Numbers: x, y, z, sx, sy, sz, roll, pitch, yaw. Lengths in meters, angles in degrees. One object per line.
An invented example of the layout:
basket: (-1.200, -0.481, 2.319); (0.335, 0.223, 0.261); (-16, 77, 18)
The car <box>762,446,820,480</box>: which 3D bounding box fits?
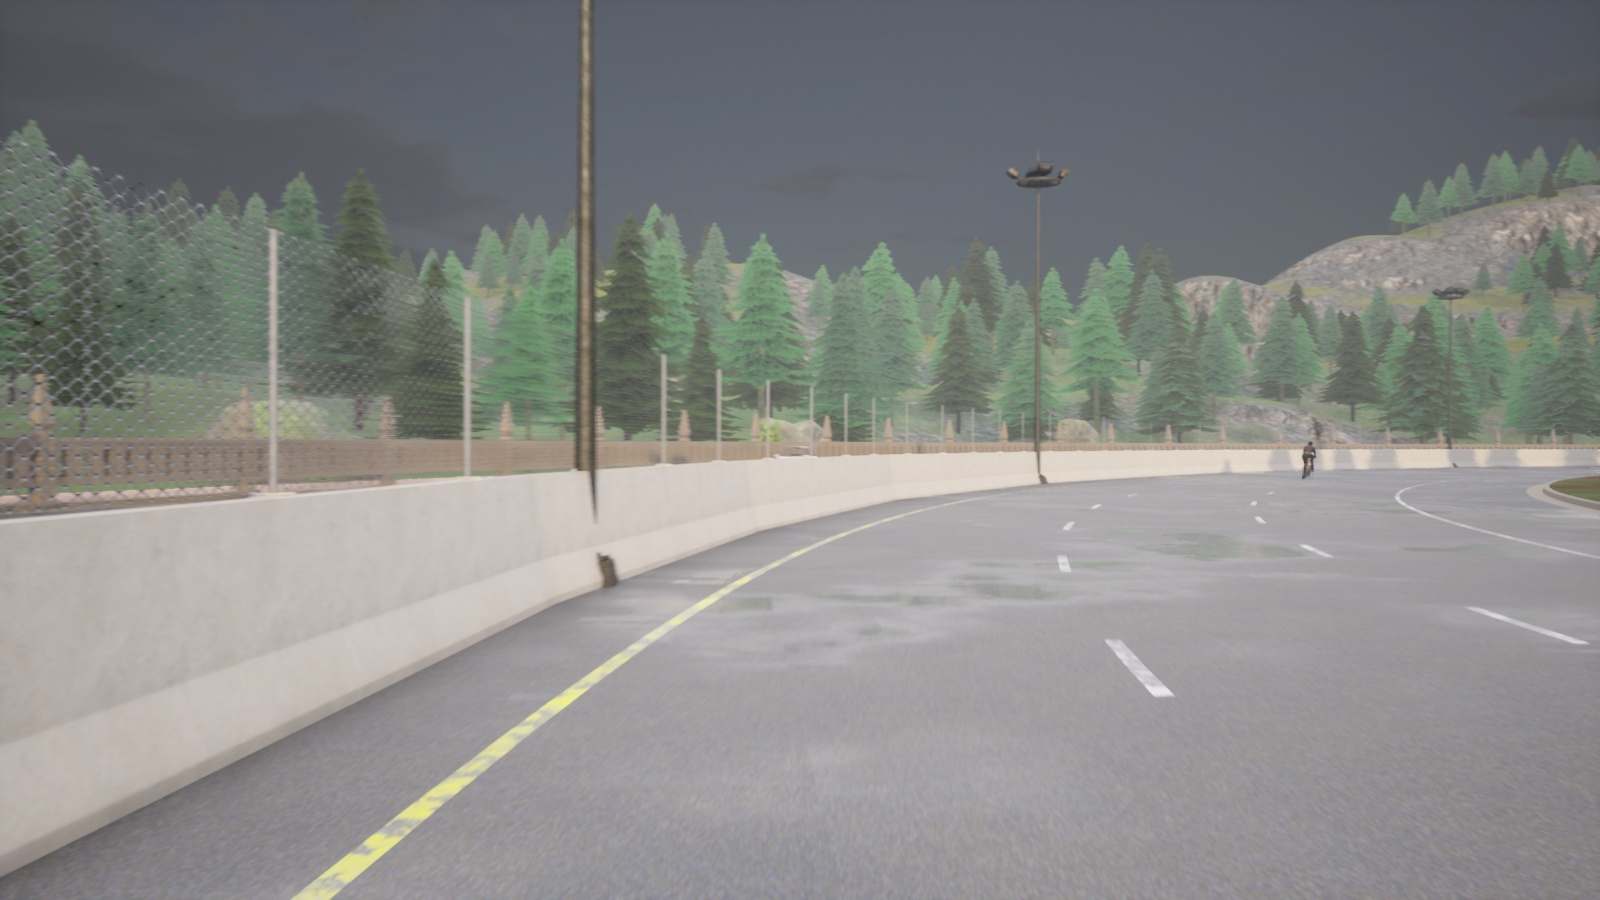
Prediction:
car: (-0.366, 0.510, 51.728); (1.481, 1.376, 2.207); (0, 0, 29)
